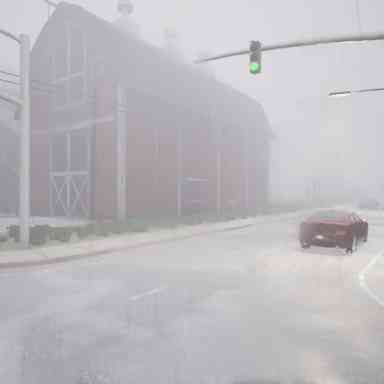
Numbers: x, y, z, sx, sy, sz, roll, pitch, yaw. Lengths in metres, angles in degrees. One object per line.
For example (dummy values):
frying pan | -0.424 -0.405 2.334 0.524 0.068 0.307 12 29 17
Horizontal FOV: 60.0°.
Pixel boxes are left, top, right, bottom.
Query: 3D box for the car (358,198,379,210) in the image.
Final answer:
car | 22.428 1.506 42.139 1.837 1.490 4.892 1 1 37

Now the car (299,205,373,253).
car | 6.105 1.500 14.050 1.882 1.535 5.008 0 0 36
